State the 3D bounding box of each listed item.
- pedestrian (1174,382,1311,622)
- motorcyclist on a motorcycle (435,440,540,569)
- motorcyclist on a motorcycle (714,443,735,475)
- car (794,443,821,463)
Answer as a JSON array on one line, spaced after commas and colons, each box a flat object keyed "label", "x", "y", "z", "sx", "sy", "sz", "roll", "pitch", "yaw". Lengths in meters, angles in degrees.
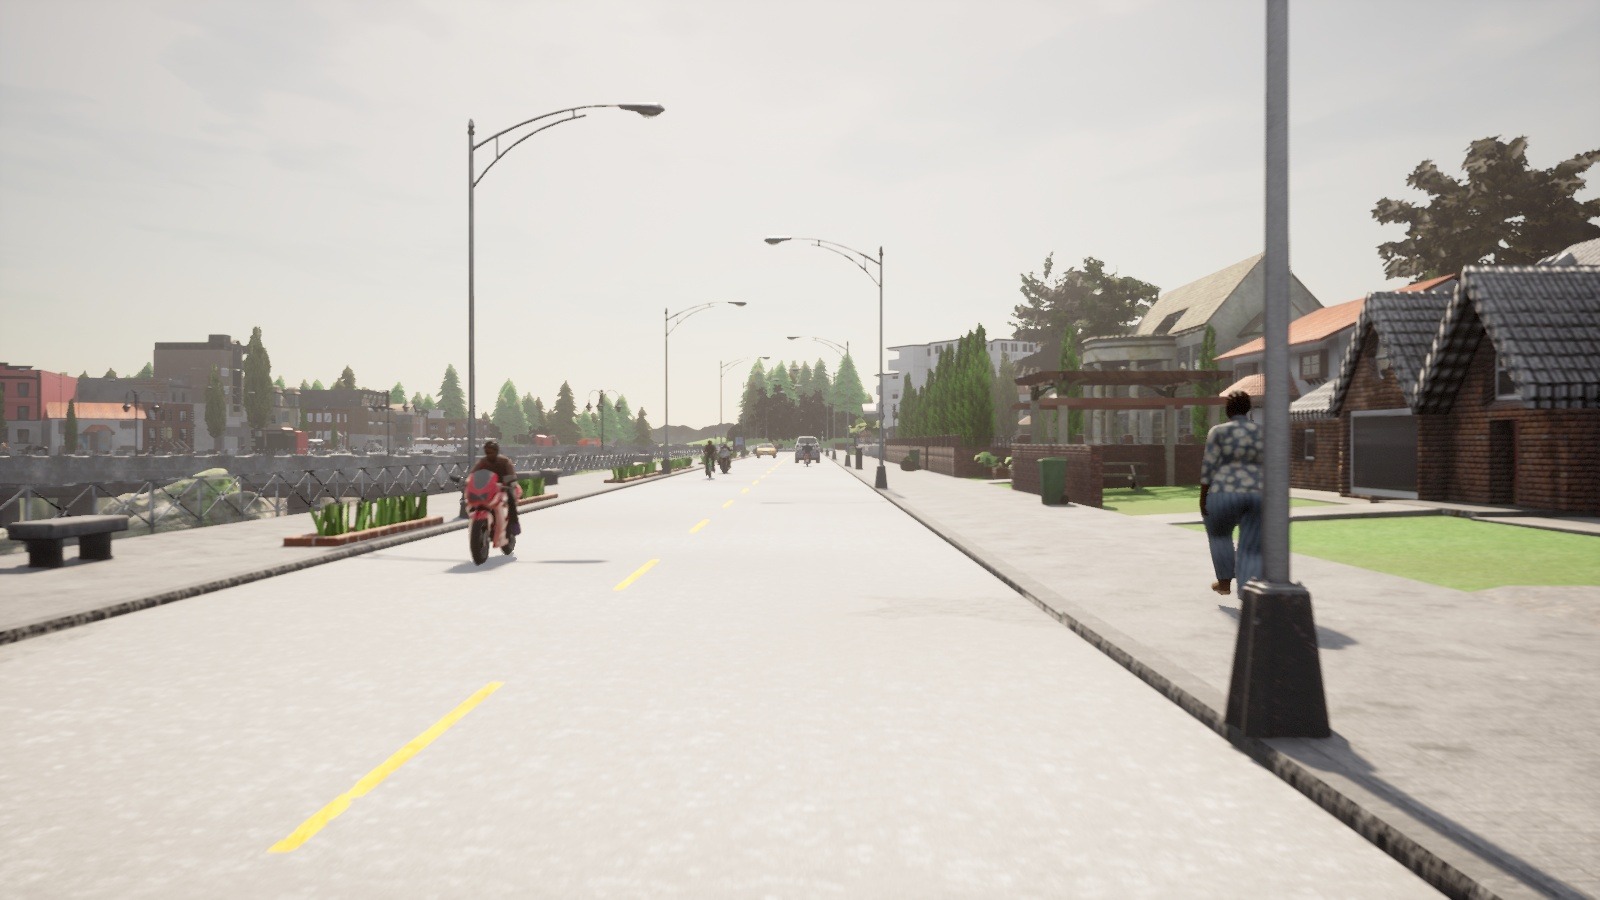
[{"label": "pedestrian", "x": 3.568, "y": 0.402, "z": 10.201, "sx": 0.874, "sy": 1.855, "sz": 0.900, "roll": 0, "pitch": 0, "yaw": 7}, {"label": "motorcyclist on a motorcycle", "x": -3.894, "y": 0.636, "z": 15.814, "sx": 0.797, "sy": 1.523, "sz": 2.044, "roll": 0, "pitch": 0, "yaw": 0}, {"label": "motorcyclist on a motorcycle", "x": -3.637, "y": 0.437, "z": 60.672, "sx": 0.866, "sy": 1.530, "sz": 2.191, "roll": 0, "pitch": 0, "yaw": 0}, {"label": "car", "x": 0.561, "y": 0.179, "z": 94.680, "sx": 1.970, "sy": 1.475, "sz": 3.806, "roll": 0, "pitch": 0, "yaw": 0}]
